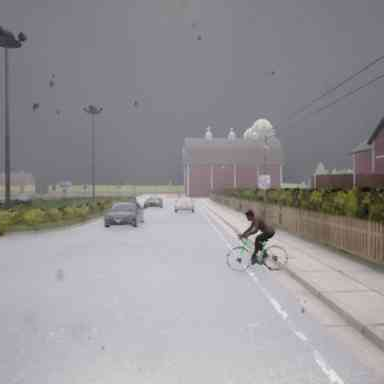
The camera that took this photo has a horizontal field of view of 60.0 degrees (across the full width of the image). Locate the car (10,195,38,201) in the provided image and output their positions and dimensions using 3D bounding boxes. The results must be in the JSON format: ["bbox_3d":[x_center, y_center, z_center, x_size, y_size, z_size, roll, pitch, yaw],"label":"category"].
[{"bbox_3d":[-21.771,1.164,43.765,2.033,1.411,5.357,0,0,7],"label":"car"}]

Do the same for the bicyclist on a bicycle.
[{"bbox_3d":[1.718,1.314,8.839,1.656,1.620,0.582,-2,1,-1],"label":"bicyclist on a bicycle"}]

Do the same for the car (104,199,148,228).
[{"bbox_3d":[-4.067,1.322,20.499,1.837,1.490,4.892,0,1,-1],"label":"car"}]

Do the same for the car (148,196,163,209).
[{"bbox_3d":[-4.447,1.214,39.204,1.994,1.385,4.181,0,0,-1],"label":"car"}]

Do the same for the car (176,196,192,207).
[{"bbox_3d":[-1.024,1.215,43.012,1.895,1.301,4.718,0,1,-1],"label":"car"}]

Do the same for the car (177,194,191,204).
[{"bbox_3d":[-1.218,1.035,50.872,2.128,1.511,4.902,0,1,-1],"label":"car"}]

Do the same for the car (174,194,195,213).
[{"bbox_3d":[-0.722,1.231,32.792,1.812,1.442,4.674,0,1,-1],"label":"car"}]
